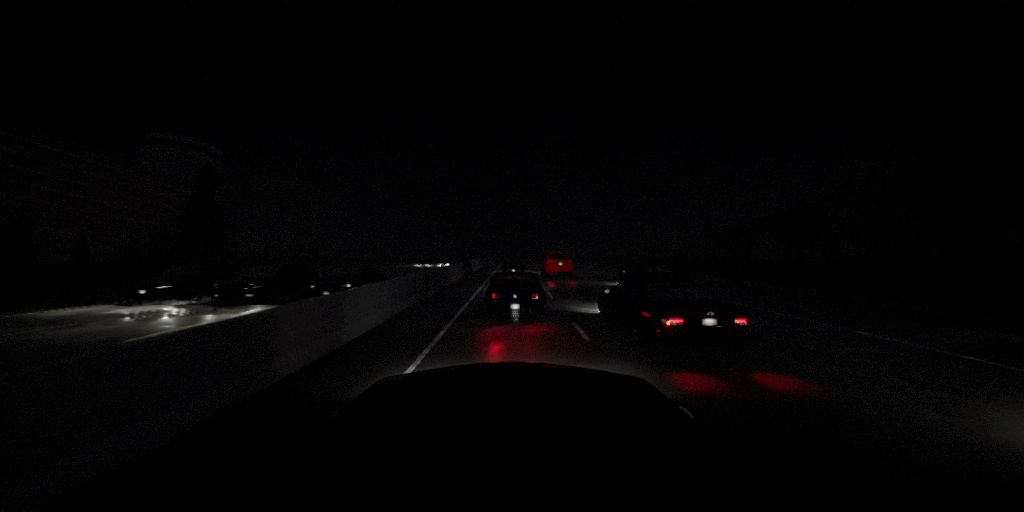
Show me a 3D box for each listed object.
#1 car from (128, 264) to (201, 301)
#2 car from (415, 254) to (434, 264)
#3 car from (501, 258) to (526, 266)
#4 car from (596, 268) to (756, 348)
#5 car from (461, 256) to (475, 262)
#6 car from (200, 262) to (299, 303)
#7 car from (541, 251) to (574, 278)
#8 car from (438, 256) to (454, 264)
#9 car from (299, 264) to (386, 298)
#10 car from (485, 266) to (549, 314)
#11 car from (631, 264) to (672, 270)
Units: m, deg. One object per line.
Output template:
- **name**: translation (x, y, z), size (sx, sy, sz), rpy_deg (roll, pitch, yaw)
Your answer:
- **car**: translation (-14.089, 1.083, 16.083), size (1.837, 1.490, 4.892), rpy_deg (0, 1, 0)
- **car**: translation (-14.015, 0.417, 57.753), size (2.097, 1.767, 4.553), rpy_deg (0, 0, 1)
- **car**: translation (0.118, 0.897, 30.636), size (1.837, 1.490, 4.892), rpy_deg (0, 1, 0)
- **car**: translation (3.601, 1.220, 9.040), size (2.033, 1.411, 5.357), rpy_deg (0, 1, 0)
- **car**: translation (-7.015, 0.666, 57.664), size (1.895, 1.301, 4.718), rpy_deg (0, 0, 1)
- **car**: translation (-10.590, 1.060, 15.889), size (1.882, 1.535, 5.008), rpy_deg (0, 1, 0)
- **car**: translation (3.618, 0.631, 29.305), size (2.150, 2.045, 5.566), rpy_deg (0, 1, 0)
- **car**: translation (-10.516, 0.629, 57.713), size (1.994, 1.385, 4.181), rpy_deg (0, 0, 1)
- **car**: translation (-7.090, 1.107, 15.958), size (1.812, 1.442, 4.674), rpy_deg (0, 1, 0)
- **car**: translation (0.105, 1.220, 13.138), size (1.895, 1.301, 4.718), rpy_deg (0, 1, 0)
- **car**: translation (7.093, 1.096, 18.625), size (2.033, 1.411, 5.357), rpy_deg (0, 1, 0)
